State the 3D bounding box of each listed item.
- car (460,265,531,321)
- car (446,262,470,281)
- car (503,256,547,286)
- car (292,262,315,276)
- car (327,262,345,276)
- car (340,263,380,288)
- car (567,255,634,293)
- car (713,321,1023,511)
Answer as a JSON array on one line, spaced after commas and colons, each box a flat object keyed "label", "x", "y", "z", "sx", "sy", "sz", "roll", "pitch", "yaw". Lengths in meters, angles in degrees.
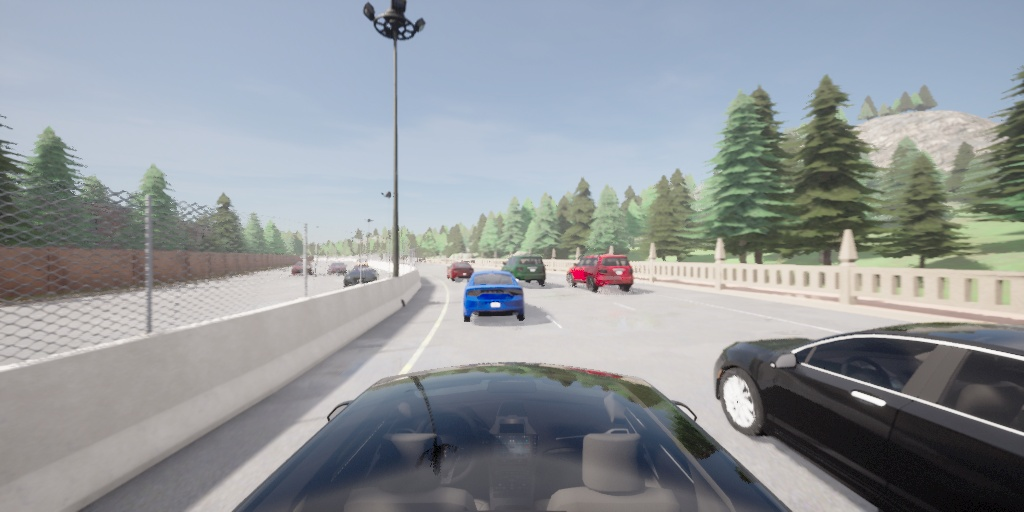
[{"label": "car", "x": -0.719, "y": 1.244, "z": 12.662, "sx": 1.882, "sy": 1.535, "sz": 5.008, "roll": 0, "pitch": 0, "yaw": -6}, {"label": "car", "x": -4.460, "y": 1.281, "z": 30.620, "sx": 1.882, "sy": 1.535, "sz": 5.008, "roll": 0, "pitch": 0, "yaw": -17}, {"label": "car", "x": 0.697, "y": 0.996, "z": 25.030, "sx": 2.150, "sy": 2.045, "sz": 5.566, "roll": 0, "pitch": 0, "yaw": -13}, {"label": "car", "x": -23.188, "y": 1.372, "z": 39.952, "sx": 1.882, "sy": 1.535, "sz": 5.008, "roll": 0, "pitch": 0, "yaw": -25}, {"label": "car", "x": -19.280, "y": 1.404, "z": 39.799, "sx": 1.812, "sy": 1.442, "sz": 4.674, "roll": 0, "pitch": 0, "yaw": -24}, {"label": "car", "x": -10.324, "y": 1.386, "z": 24.950, "sx": 1.994, "sy": 1.385, "sz": 4.181, "roll": 0, "pitch": 0, "yaw": -15}, {"label": "car", "x": 5.068, "y": 0.973, "z": 21.237, "sx": 2.150, "sy": 2.045, "sz": 5.566, "roll": 0, "pitch": 0, "yaw": -11}, {"label": "car", "x": 3.447, "y": 1.241, "z": 2.555, "sx": 1.837, "sy": 1.490, "sz": 4.892, "roll": 0, "pitch": 0, "yaw": 0}]
